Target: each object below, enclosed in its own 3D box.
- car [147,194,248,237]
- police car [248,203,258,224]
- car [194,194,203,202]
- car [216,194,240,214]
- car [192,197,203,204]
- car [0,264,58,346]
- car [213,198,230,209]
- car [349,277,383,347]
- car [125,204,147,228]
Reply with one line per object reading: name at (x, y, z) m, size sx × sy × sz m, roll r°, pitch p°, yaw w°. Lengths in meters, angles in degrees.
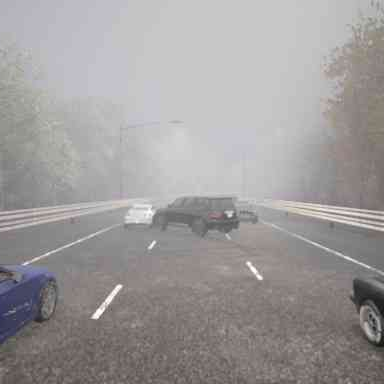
car at (0.095, 1.229, 18.390) m, size 2.150 × 2.045 × 5.566 m, roll -1°, pitch 1°, yaw -41°
police car at (3.676, 1.513, 25.232) m, size 2.038 × 1.542 × 4.974 m, roll 0°, pitch 0°, yaw 1°
car at (1.518, 1.356, 78.233) m, size 2.097 × 1.767 × 4.553 m, roll 0°, pitch 0°, yaw 2°
car at (3.847, 1.231, 36.216) m, size 2.150 × 2.045 × 5.566 m, roll 0°, pitch 0°, yaw 1°
car at (1.077, 1.609, 63.576) m, size 1.895 × 1.301 × 4.718 m, roll 0°, pitch 0°, yaw 2°
car at (-3.385, 1.527, 4.236) m, size 1.812 × 1.442 × 4.674 m, roll 0°, pitch 0°, yaw 0°
car at (4.072, 1.557, 47.139) m, size 2.033 × 1.411 × 5.357 m, roll 0°, pitch 0°, yaw 1°
car at (3.505, 1.602, 3.352) m, size 1.895 × 1.301 × 4.718 m, roll 0°, pitch 0°, yaw 0°
car at (-3.254, 1.533, 22.178) m, size 1.812 × 1.442 × 4.674 m, roll 0°, pitch 0°, yaw 1°
